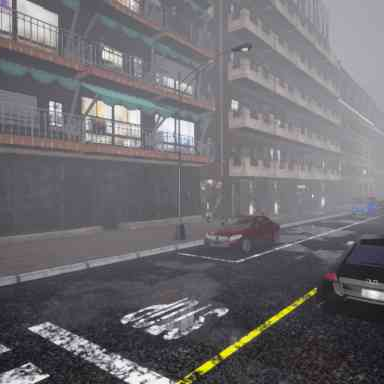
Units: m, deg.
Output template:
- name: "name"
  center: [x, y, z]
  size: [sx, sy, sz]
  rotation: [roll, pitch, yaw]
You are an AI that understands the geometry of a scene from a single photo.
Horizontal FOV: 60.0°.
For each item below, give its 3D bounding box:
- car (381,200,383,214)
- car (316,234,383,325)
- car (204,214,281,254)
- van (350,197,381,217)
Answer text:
- name: "car"
  center: [19.598, 1.567, 35.429]
  size: [1.802, 1.307, 4.206]
  rotation: [-1, -1, 38]
- name: "car"
  center: [4.065, 1.561, 6.738]
  size: [1.994, 1.385, 4.181]
  rotation: [0, 0, 38]
- name: "car"
  center: [2.189, 1.573, 13.491]
  size: [1.802, 1.307, 4.206]
  rotation: [-1, -1, 38]
- name: "van"
  center: [16.075, 1.327, 30.994]
  size: [1.690, 1.788, 3.998]
  rotation: [-1, -1, 38]
